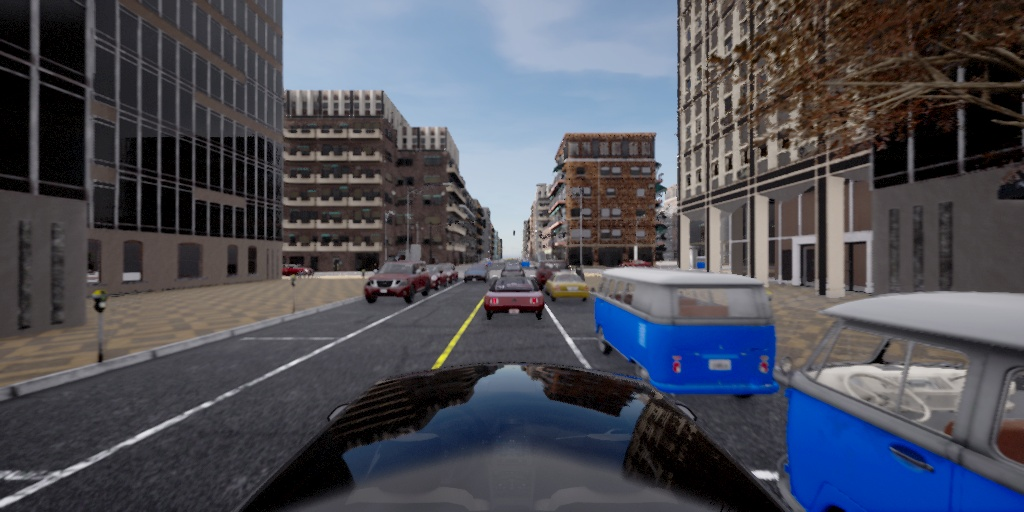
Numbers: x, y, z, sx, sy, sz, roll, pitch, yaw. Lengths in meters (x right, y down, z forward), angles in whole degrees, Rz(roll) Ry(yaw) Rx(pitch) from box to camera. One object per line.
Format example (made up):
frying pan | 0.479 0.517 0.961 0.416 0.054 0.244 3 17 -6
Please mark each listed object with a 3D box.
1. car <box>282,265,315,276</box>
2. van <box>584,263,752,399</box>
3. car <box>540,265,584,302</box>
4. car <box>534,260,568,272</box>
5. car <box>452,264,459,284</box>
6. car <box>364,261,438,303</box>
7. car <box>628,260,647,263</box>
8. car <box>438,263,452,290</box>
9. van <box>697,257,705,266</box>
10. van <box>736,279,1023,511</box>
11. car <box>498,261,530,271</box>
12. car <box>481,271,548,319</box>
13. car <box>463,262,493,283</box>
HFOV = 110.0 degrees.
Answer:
car | -26.164 1.739 43.442 4.097 1.591 1.967 0 0 0
van | 2.564 1.114 6.266 1.690 1.789 3.998 0 0 0
car | 2.562 1.356 17.531 1.751 1.417 4.829 0 0 0
car | 2.561 1.173 22.908 2.192 1.841 5.009 0 0 0
car | -5.410 1.327 28.450 1.967 1.591 4.097 0 0 0
car | -5.319 1.146 17.360 2.192 1.841 5.009 0 0 0
car | 17.592 1.283 51.349 4.507 1.381 1.888 0 0 0
car | -5.319 1.299 22.907 1.967 1.591 4.097 0 0 0
van | 22.954 0.968 43.471 3.998 1.789 1.690 0 0 0
van | 2.565 1.085 0.718 1.690 1.789 3.998 0 0 0
car | 0.074 1.376 28.025 2.128 1.511 4.902 0 0 0
car | 0.078 1.410 13.118 1.895 1.301 4.718 0 0 0
car | -2.819 1.441 29.754 2.033 1.411 5.357 0 0 0
